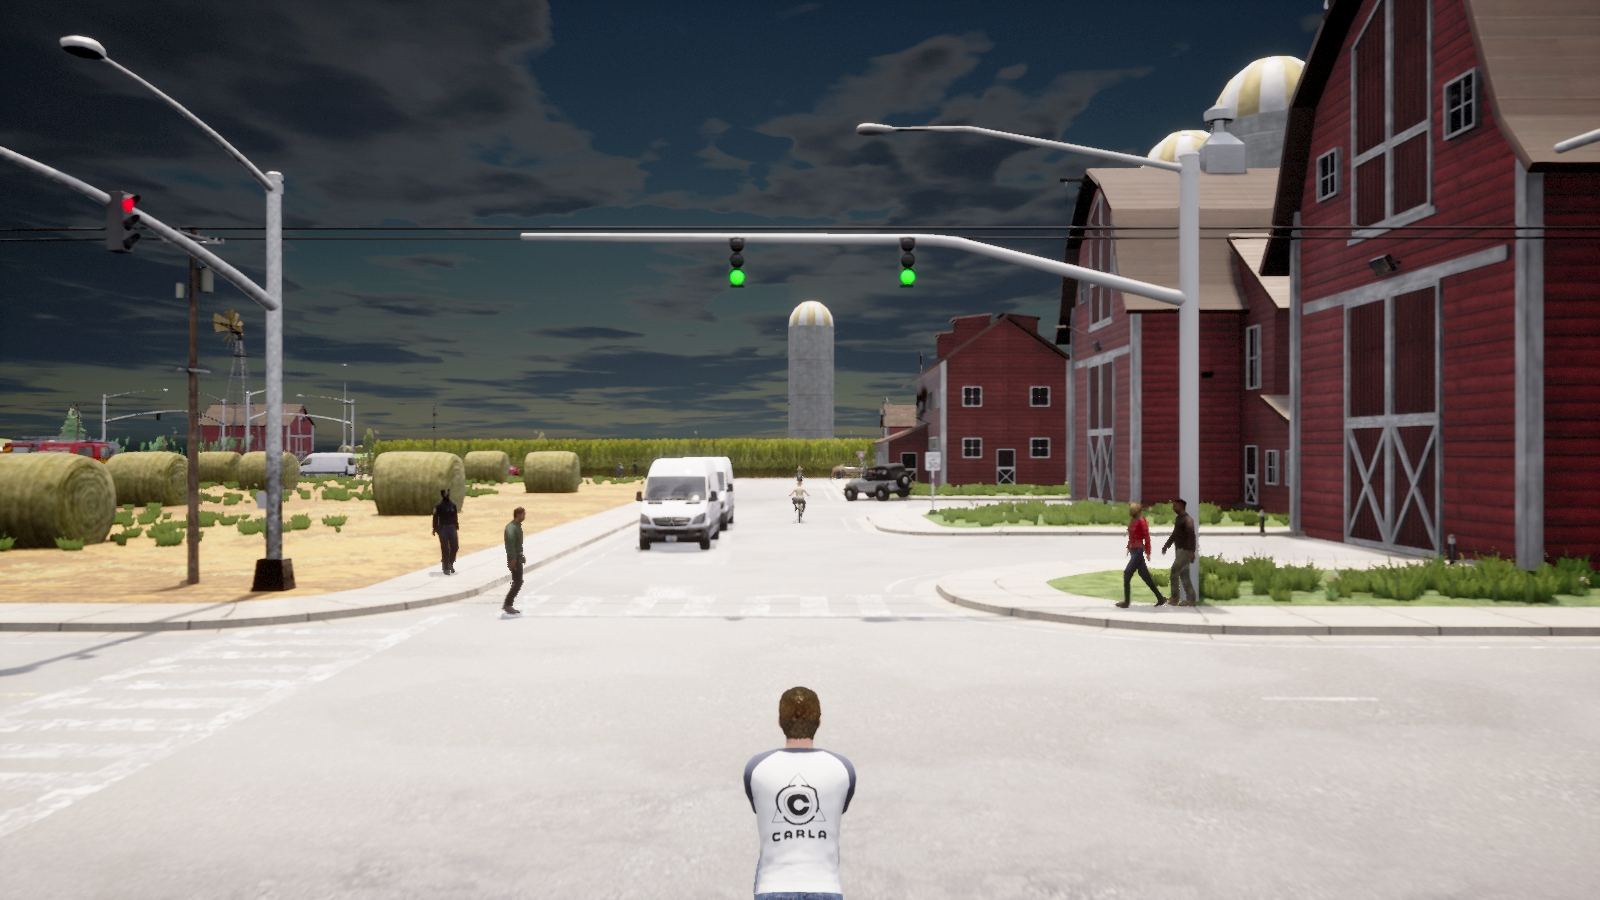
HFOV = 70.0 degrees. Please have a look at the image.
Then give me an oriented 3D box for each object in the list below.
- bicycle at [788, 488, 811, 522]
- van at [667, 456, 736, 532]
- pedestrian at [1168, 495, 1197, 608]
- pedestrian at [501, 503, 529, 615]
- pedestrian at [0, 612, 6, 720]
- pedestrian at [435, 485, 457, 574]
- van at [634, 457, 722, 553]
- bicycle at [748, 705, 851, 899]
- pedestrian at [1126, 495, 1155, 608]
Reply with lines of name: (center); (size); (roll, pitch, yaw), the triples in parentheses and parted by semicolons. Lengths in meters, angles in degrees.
bicycle: (-0.018, 2.139, 44.665); (0.859, 1.276, 1.487); (0, 0, 0)
van: (-3.511, 1.515, 41.768); (1.988, 2.561, 5.915); (0, 0, 0)
pedestrian: (6.421, 1.697, 19.202); (0.375, 1.860, 0.375); (0, 0, 2)
pedestrian: (-4.821, 1.830, 19.343); (0.375, 1.860, 0.375); (0, 0, 0)
pedestrian: (-8.482, 2.231, 11.592); (0.500, 1.100, 0.500); (0, 0, 0)
pedestrian: (-7.501, 1.674, 24.226); (0.375, 1.860, 0.375); (0, 0, -28)
van: (-3.509, 1.511, 34.045); (1.988, 2.561, 5.915); (0, 0, 0)
bicycle: (-0.001, 2.031, 4.942); (0.373, 1.496, 1.643); (0, 0, 0)
pedestrian: (5.678, 1.689, 19.075); (0.375, 1.860, 0.375); (0, 0, 0)
